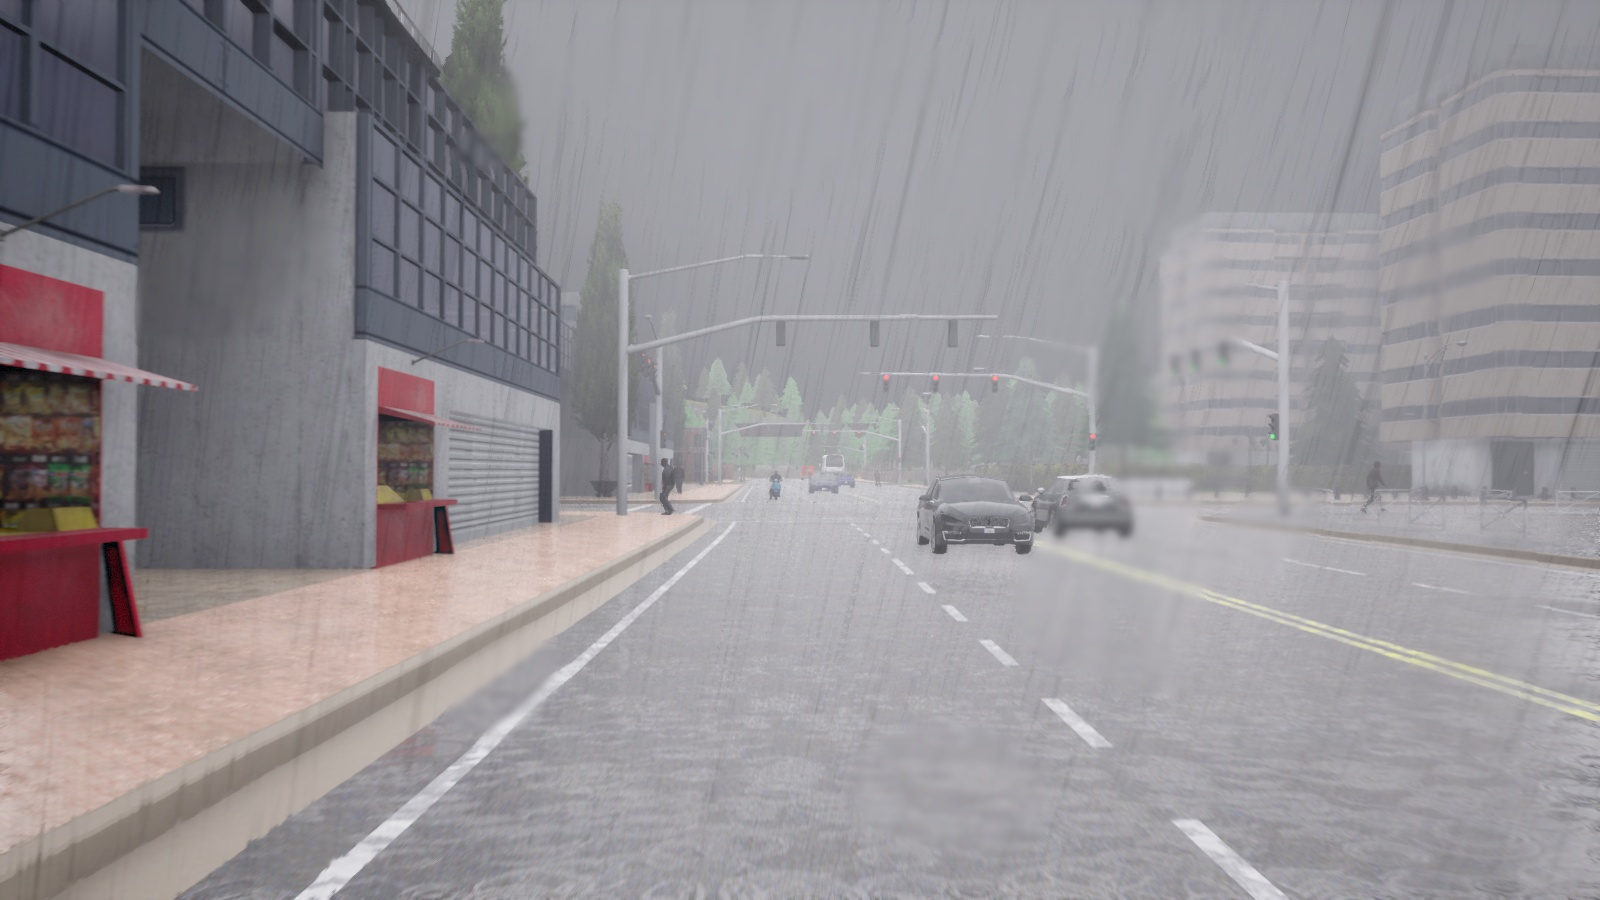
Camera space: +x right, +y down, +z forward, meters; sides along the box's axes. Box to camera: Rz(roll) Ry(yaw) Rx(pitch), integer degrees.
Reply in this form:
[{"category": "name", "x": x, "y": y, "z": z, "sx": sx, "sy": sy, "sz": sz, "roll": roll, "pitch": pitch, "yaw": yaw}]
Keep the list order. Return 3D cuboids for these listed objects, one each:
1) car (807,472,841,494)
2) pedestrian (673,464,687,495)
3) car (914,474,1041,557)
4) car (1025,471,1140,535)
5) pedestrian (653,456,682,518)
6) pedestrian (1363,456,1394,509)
[{"category": "car", "x": 1.646, "y": 2.276, "z": 87.674, "sx": 2.163, "sy": 1.488, "sz": 4.792, "roll": 0, "pitch": -1, "yaw": -2}, {"category": "pedestrian", "x": -7.102, "y": 1.743, "z": 74.174, "sx": 0.634, "sy": 1.844, "sz": 0.899, "roll": 0, "pitch": -1, "yaw": 7}, {"category": "car", "x": 3.436, "y": 1.228, "z": 25.190, "sx": 1.837, "sy": 1.490, "sz": 4.892, "roll": 0, "pitch": -1, "yaw": 0}, {"category": "car", "x": 6.899, "y": 1.273, "z": 31.085, "sx": 1.970, "sy": 1.475, "sz": 3.806, "roll": 0, "pitch": -1, "yaw": 0}, {"category": "pedestrian", "x": -4.106, "y": 1.143, "z": 39.015, "sx": 0.849, "sy": 1.883, "sz": 0.563, "roll": 0, "pitch": -1, "yaw": -2}, {"category": "pedestrian", "x": 19.708, "y": 1.111, "z": 42.791, "sx": 0.869, "sy": 1.805, "sz": 0.328, "roll": 0, "pitch": -1, "yaw": -2}]
